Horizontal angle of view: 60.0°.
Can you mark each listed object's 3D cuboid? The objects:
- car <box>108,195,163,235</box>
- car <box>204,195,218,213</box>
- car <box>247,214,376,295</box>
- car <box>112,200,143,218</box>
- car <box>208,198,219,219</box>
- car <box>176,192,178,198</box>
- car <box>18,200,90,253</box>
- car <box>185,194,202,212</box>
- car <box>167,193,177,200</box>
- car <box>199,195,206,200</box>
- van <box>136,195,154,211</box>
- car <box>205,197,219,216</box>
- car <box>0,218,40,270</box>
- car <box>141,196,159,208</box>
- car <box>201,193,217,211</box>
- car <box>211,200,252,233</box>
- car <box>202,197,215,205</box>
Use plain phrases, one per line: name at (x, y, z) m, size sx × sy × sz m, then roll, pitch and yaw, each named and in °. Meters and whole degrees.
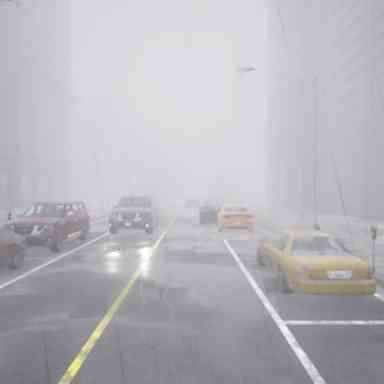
car at (-3.096, 1.190, 18.848) m, size 2.150 × 2.045 × 5.566 m, roll 0°, pitch 0°, yaw 0°
car at (2.767, 1.466, 41.090) m, size 1.752 × 1.417 × 4.829 m, roll 0°, pitch 0°, yaw 0°
car at (2.760, 1.510, 8.540) m, size 1.752 × 1.417 × 4.829 m, roll 0°, pitch 0°, yaw 0°
car at (-5.761, 1.499, 30.084) m, size 1.887 × 1.381 × 4.507 m, roll 0°, pitch 0°, yaw 0°
car at (2.764, 1.499, 30.070) m, size 1.887 × 1.381 × 4.507 m, roll 0°, pitch 0°, yaw 0°
car at (-5.747, 1.292, 94.494) m, size 1.967 × 1.590 × 4.097 m, roll 0°, pitch 0°, yaw 0°
car at (-5.765, 1.292, 13.806) m, size 2.192 × 1.841 × 5.009 m, roll 0°, pitch 0°, yaw 0°
car at (0.070, 1.442, 45.353) m, size 1.837 × 1.490 × 4.892 m, roll 0°, pitch 1°, yaw 0°
car at (-5.748, 1.413, 89.074) m, size 2.008 × 1.369 × 4.403 m, roll 0°, pitch 0°, yaw 0°
car at (2.778, 1.428, 89.053) m, size 1.947 × 1.339 × 4.313 m, roll 0°, pitch 0°, yaw 0°
van at (-5.759, 1.282, 40.936) m, size 1.690 × 1.788 × 3.998 m, roll 0°, pitch 0°, yaw 0°
car at (2.766, 1.498, 35.495) m, size 2.008 × 1.369 × 4.403 m, roll 0°, pitch 0°, yaw 0°
car at (-5.765, 1.567, 8.381) m, size 1.802 × 1.307 × 4.206 m, roll 0°, pitch 0°, yaw 0°
car at (-5.758, 1.374, 46.363) m, size 1.967 × 1.590 × 4.097 m, roll 0°, pitch 0°, yaw 0°
car at (2.767, 1.249, 46.345) m, size 2.192 × 1.841 × 5.009 m, roll 0°, pitch 0°, yaw 0°
car at (2.364, 1.446, 19.495) m, size 1.882 × 1.535 × 5.008 m, roll 0°, pitch 0°, yaw 0°
car at (2.771, 1.484, 57.196) m, size 1.947 × 1.339 × 4.313 m, roll 0°, pitch 0°, yaw 0°
